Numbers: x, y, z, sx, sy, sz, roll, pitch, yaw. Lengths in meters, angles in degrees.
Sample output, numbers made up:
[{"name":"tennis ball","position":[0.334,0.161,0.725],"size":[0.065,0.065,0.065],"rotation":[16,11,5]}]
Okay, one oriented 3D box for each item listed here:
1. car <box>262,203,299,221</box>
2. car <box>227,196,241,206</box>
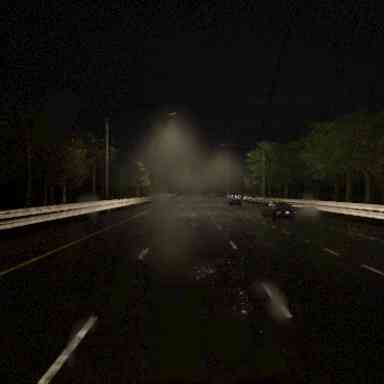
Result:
[{"name":"car","position":[7.019,1.567,26.936],"size":[2.033,1.411,5.357],"rotation":[0,0,0]},{"name":"car","position":[7.121,1.619,56.385],"size":[1.994,1.385,4.181],"rotation":[0,0,0]}]
